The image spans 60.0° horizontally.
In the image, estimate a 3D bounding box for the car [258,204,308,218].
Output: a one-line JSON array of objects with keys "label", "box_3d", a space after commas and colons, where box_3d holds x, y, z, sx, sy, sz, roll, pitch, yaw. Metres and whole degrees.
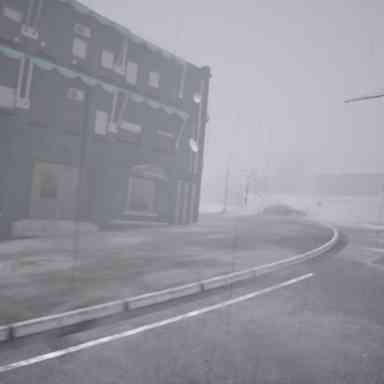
[{"label": "car", "box_3d": [10.263, 2.129, 36.704, 4.892, 1.490, 1.837, -1, -6, 42]}]

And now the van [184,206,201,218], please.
[{"label": "van", "box_3d": [0.125, 4.136, 68.481, 1.878, 1.987, 4.442, 2, -6, 22]}]

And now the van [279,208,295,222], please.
[{"label": "van", "box_3d": [15.584, 3.749, 54.498, 1.878, 1.987, 4.442, 2, -6, 22]}]

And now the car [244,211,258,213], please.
[{"label": "car", "box_3d": [11.193, 4.137, 58.576, 2.002, 1.452, 4.674, 2, -6, 22]}]

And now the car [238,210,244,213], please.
[{"label": "car", "box_3d": [8.918, 4.128, 60.405, 1.946, 1.575, 5.366, 2, -6, 22]}]

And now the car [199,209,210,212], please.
[{"label": "car", "box_3d": [2.381, 4.197, 66.610, 2.185, 1.767, 4.553, 2, -6, 22]}]
